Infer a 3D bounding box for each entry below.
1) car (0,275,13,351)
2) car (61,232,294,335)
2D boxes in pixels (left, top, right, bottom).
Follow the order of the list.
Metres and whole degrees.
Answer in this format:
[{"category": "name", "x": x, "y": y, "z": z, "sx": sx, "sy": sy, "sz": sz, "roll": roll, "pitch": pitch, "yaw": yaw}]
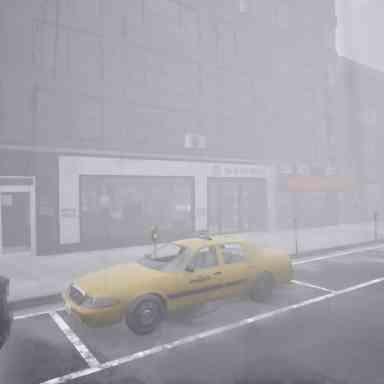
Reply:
[{"category": "car", "x": -4.343, "y": 1.566, "z": 3.566, "sx": 4.313, "sy": 1.339, "sz": 1.947, "roll": 0, "pitch": -1, "yaw": -35}, {"category": "car", "x": 0.004, "y": 1.524, "z": 6.660, "sx": 4.829, "sy": 1.417, "sz": 1.752, "roll": 0, "pitch": -1, "yaw": -35}]
